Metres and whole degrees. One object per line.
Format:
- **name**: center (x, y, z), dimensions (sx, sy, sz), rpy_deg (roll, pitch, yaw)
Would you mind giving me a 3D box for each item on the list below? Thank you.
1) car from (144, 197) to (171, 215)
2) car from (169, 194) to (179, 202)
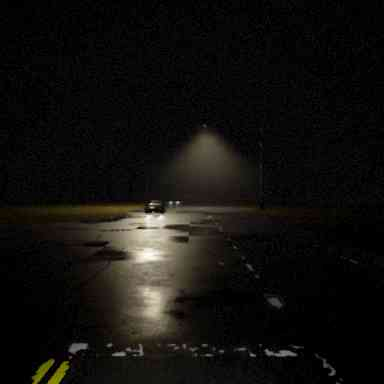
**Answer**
- **car**: center (-3.599, 1.491, 33.630), dimensions (2.033, 1.411, 5.357), rpy_deg (0, 0, 0)
- **car**: center (-3.844, 1.305, 71.755), dimensions (1.837, 1.490, 4.892), rpy_deg (0, 0, 1)
